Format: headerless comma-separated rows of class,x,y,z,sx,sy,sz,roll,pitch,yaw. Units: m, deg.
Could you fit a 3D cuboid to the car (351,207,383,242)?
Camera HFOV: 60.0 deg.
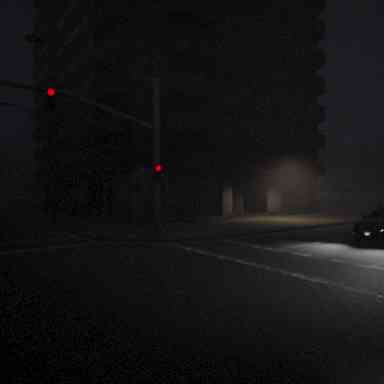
car,8.945,1.404,14.631,4.892,1.490,1.837,0,0,-35
